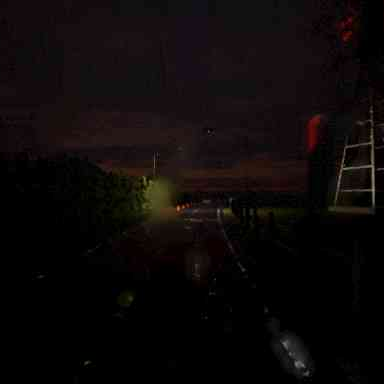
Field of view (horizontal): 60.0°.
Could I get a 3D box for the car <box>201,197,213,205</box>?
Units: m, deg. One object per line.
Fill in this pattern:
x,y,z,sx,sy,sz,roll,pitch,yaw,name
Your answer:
2.834,1.646,62.486,1.812,1.442,4.674,0,0,8,car

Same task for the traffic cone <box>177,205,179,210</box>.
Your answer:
-1.781,2.036,43.291,0.340,0.580,0.340,0,0,5,traffic cone

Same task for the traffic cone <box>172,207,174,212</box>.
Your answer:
-2.224,2.026,38.283,0.340,0.580,0.340,0,0,5,traffic cone
